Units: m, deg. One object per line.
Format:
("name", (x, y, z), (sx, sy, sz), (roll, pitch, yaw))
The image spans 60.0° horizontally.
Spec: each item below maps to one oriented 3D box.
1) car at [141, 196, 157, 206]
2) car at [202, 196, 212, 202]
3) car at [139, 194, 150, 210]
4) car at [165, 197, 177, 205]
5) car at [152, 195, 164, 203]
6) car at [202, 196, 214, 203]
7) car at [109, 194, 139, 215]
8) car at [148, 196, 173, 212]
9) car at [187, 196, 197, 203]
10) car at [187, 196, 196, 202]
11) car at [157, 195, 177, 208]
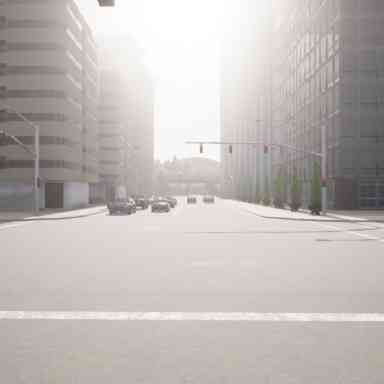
("car", (-7.121, 1.492, 55.546), (2.128, 1.511, 4.902), (0, 0, 0))
("car", (3.452, 1.528, 76.190), (1.994, 1.385, 4.181), (0, 0, 0))
("car", (-7.126, 1.221, 44.054), (2.150, 2.045, 5.566), (0, 0, 0))
("car", (-3.616, 1.601, 57.936), (1.895, 1.301, 4.718), (0, 0, 0))
("car", (-7.043, 1.489, 69.093), (1.837, 1.490, 4.892), (0, 0, 0))
("car", (3.458, 1.505, 67.522), (1.837, 1.490, 4.892), (0, 0, 0))
("car", (-7.122, 1.352, 34.465), (2.097, 1.767, 4.553), (0, 0, 0))
("car", (-3.625, 1.505, 38.963), (1.837, 1.490, 4.892), (0, 0, 0))
("car", (-0.042, 1.478, 66.686), (1.882, 1.535, 5.008), (0, 0, 0))
("car", (-0.048, 1.522, 76.014), (1.994, 1.385, 4.181), (0, 0, 0))
("car", (-3.627, 1.352, 48.167), (2.097, 1.767, 4.553), (0, 0, 0))
